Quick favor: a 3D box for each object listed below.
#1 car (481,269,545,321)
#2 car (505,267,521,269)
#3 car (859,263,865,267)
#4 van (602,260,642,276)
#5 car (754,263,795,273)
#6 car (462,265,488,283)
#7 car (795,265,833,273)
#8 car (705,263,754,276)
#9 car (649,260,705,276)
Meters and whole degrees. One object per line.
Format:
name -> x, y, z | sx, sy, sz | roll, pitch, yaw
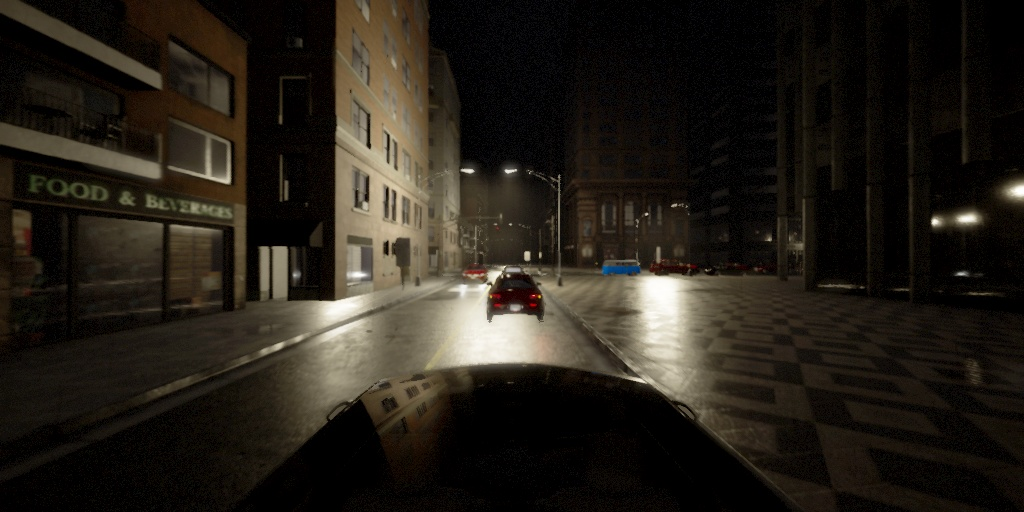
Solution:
car -> 0.090, 1.343, 12.622 | 1.812, 1.442, 4.674 | 0, 0, 0
car -> 0.085, 1.457, 26.455 | 1.994, 1.385, 4.181 | 0, 0, 0
car -> 39.900, 1.426, 38.854 | 4.097, 1.591, 1.967 | 0, 0, -1
van -> 11.703, 1.336, 38.405 | 3.998, 1.789, 1.690 | 0, 0, -1
car -> 34.150, 1.619, 47.289 | 4.207, 1.307, 1.802 | 0, 0, -1
car -> -3.019, 1.453, 30.088 | 1.812, 1.442, 4.674 | 0, 0, 0
car -> 39.789, 1.474, 47.379 | 4.097, 1.591, 1.967 | 0, 0, -1
car -> 22.983, 1.559, 38.584 | 4.313, 1.339, 1.948 | 0, 0, -1
car -> 17.344, 1.310, 38.495 | 5.009, 1.841, 2.192 | 0, 0, -1
